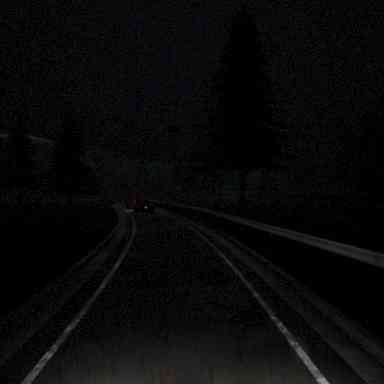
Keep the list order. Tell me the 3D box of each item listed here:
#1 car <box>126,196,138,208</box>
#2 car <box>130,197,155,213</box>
[{"bbox_3d":[-8.381,1.388,47.878,2.097,1.767,4.553,0,0,-15],"label":"car"},{"bbox_3d":[-5.362,1.590,36.870,1.994,1.385,4.181,0,0,-15],"label":"car"}]
